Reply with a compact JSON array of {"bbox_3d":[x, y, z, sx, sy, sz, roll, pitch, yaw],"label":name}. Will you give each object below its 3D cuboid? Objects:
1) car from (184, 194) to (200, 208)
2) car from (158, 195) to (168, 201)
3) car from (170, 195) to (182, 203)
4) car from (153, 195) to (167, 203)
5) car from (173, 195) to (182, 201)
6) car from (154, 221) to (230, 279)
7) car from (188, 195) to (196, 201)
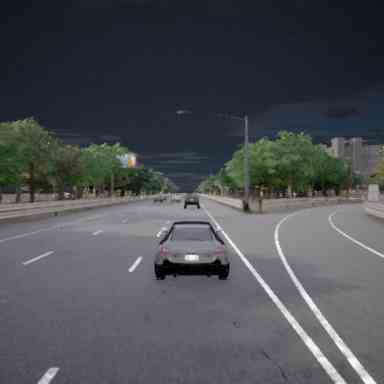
[{"bbox_3d":[-0.017,1.255,48.930,2.150,2.045,5.566,0,0,0],"label":"car"},{"bbox_3d":[-7.029,1.490,80.520,2.033,1.411,5.357,0,0,0],"label":"car"},{"bbox_3d":[-3.525,1.681,70.545,1.895,1.301,4.718,0,0,0],"label":"car"},{"bbox_3d":[-7.025,1.583,70.099,1.837,1.490,4.892,0,0,0],"label":"car"},{"bbox_3d":[-3.529,1.429,80.522,1.882,1.535,5.008,0,0,0],"label":"car"},{"bbox_3d":[-0.002,1.567,10.096,1.994,1.385,4.181,0,0,0],"label":"car"},{"bbox_3d":[-0.030,1.494,80.939,1.812,1.442,4.674,0,0,0],"label":"car"}]
